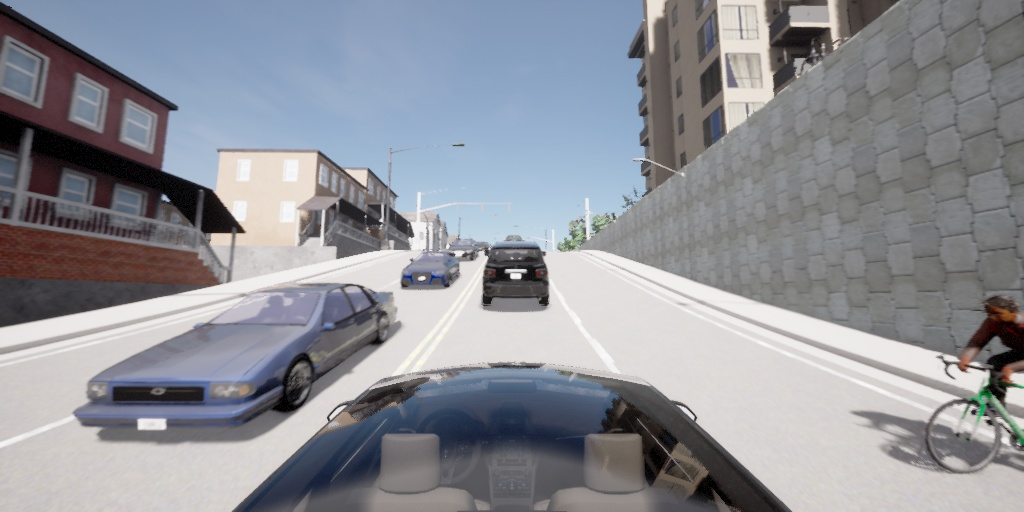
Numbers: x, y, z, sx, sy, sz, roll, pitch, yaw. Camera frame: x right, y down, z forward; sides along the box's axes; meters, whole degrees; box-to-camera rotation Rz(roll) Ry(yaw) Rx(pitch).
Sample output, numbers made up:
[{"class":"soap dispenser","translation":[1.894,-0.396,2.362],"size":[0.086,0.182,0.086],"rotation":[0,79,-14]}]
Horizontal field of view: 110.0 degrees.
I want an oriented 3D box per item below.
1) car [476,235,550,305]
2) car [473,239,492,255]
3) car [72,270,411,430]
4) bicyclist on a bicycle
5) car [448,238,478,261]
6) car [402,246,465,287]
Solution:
[{"class":"car","translation":[0.122,0.442,13.237],"size":[2.150,2.045,5.566],"rotation":[0,5,0]},{"class":"car","translation":[-3.410,-0.980,42.117],"size":[1.837,1.490,4.892],"rotation":[0,-2,0]},{"class":"car","translation":[-3.594,1.201,6.231],"size":[2.033,1.411,5.357],"rotation":[0,2,0]},{"class":"bicyclist on a bicycle","translation":[4.573,1.178,3.245],"size":[1.656,1.620,0.582],"rotation":[0,0,1]},{"class":"car","translation":[-3.498,-0.555,26.280],"size":[2.128,1.511,4.902],"rotation":[0,6,0]},{"class":"car","translation":[-3.551,0.500,16.163],"size":[1.994,1.385,4.181],"rotation":[0,6,1]}]
